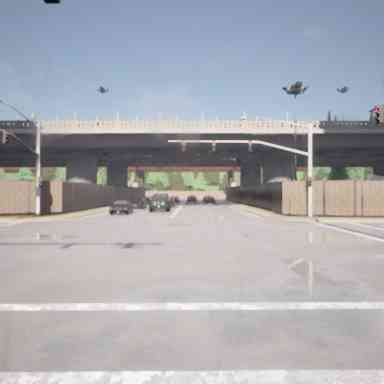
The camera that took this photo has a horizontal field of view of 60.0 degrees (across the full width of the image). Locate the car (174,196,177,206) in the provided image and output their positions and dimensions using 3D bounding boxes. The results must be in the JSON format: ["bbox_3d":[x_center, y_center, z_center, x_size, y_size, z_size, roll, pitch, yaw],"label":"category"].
[{"bbox_3d":[-3.588,1.467,49.293,1.837,1.490,4.892,0,0,0],"label":"car"}]

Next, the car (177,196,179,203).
[{"bbox_3d":[-3.532,1.496,67.509,2.033,1.411,5.357,0,0,0],"label":"car"}]

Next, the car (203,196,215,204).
[{"bbox_3d":[3.481,1.477,63.961,1.812,1.442,4.674,0,0,0],"label":"car"}]

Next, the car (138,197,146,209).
[{"bbox_3d":[-7.104,1.471,43.644,1.837,1.490,4.892,0,0,0],"label":"car"}]

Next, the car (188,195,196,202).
[{"bbox_3d":[-0.022,1.442,73.947,1.837,1.490,4.892,0,0,0],"label":"car"}]

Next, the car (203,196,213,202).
[{"bbox_3d":[3.478,1.495,73.948,1.994,1.385,4.181,0,0,0],"label":"car"}]

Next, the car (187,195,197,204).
[{"bbox_3d":[-0.019,1.456,63.585,1.837,1.490,4.892,0,0,0],"label":"car"}]

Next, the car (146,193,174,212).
[{"bbox_3d":[-3.604,1.192,38.205,2.150,2.045,5.566,0,0,-1],"label":"car"}]

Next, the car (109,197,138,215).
[{"bbox_3d":[-7.126,1.521,34.023,2.033,1.411,5.357,0,0,-3],"label":"car"}]

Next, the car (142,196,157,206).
[{"bbox_3d":[-7.096,1.458,55.625,1.837,1.490,4.892,0,1,0],"label":"car"}]
